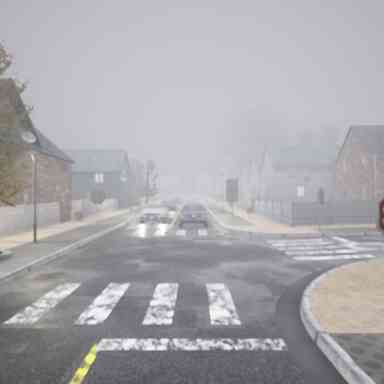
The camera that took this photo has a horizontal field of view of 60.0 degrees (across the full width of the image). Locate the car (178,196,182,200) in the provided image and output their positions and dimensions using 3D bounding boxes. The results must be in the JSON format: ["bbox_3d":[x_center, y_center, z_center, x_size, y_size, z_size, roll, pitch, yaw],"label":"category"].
[{"bbox_3d":[-2.762,1.507,60.047,2.033,1.411,5.357,0,0,0],"label":"car"}]

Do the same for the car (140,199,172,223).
[{"bbox_3d":[-2.850,1.509,25.836,1.812,1.442,4.674,0,0,0],"label":"car"}]

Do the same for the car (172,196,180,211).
[{"bbox_3d":[-2.848,1.537,38.987,1.994,1.385,4.181,0,0,0],"label":"car"}]

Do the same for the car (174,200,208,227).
[{"bbox_3d":[0.097,1.532,22.764,2.033,1.411,5.357,0,0,0],"label":"car"}]
